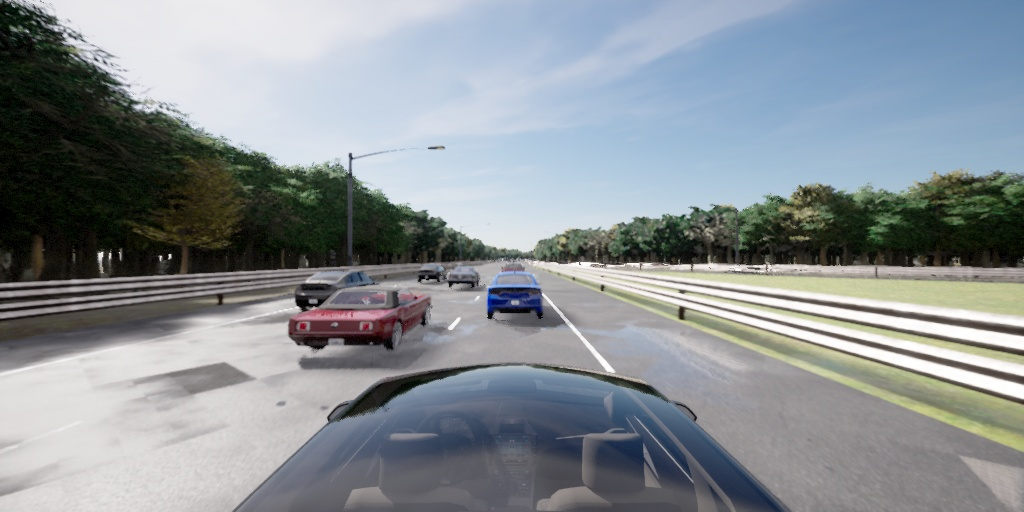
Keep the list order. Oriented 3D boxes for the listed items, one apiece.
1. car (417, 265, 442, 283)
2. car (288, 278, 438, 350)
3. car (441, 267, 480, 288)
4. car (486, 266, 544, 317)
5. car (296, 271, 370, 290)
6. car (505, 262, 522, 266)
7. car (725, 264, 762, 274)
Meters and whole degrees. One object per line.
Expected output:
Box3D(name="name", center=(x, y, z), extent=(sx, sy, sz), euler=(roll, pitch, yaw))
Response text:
Box3D(name="car", center=(-6.901, 1.494, 31.380), extent=(1.837, 1.490, 4.892), euler=(0, 0, 0))
Box3D(name="car", center=(-3.402, 1.407, 9.178), extent=(1.895, 1.301, 4.718), euler=(0, 0, 0))
Box3D(name="car", center=(-3.392, 1.474, 25.835), extent=(2.033, 1.411, 5.357), euler=(1, -1, 0))
Box3D(name="car", center=(0.099, 1.318, 13.605), extent=(1.882, 1.535, 5.008), euler=(0, 0, 0))
Box3D(name="car", center=(-6.900, 1.355, 14.864), extent=(1.837, 1.490, 4.892), euler=(0, -1, 0))
Box3D(name="car", center=(0.101, 1.336, 31.074), extent=(2.097, 1.767, 4.553), euler=(0, 0, 0))
Box3D(name="car", center=(34.548, 1.928, 53.713), extent=(1.837, 1.490, 4.892), euler=(0, -1, -32))
